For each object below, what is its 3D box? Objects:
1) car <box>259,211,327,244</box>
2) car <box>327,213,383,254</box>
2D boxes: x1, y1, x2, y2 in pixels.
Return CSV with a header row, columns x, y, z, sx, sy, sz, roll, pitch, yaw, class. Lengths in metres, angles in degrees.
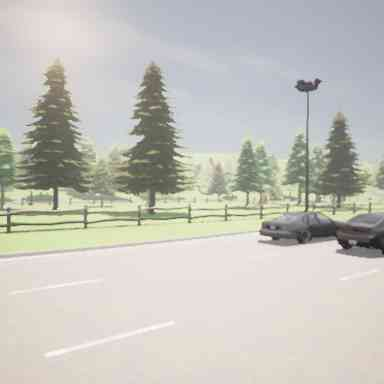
x,y,z,sx,sy,sz,roll,pitch,yaw,class
5.702,1.679,16.528,5.357,1.411,2.033,1,0,-35,car
7.996,1.642,13.861,4.892,1.490,1.837,0,0,-35,car
